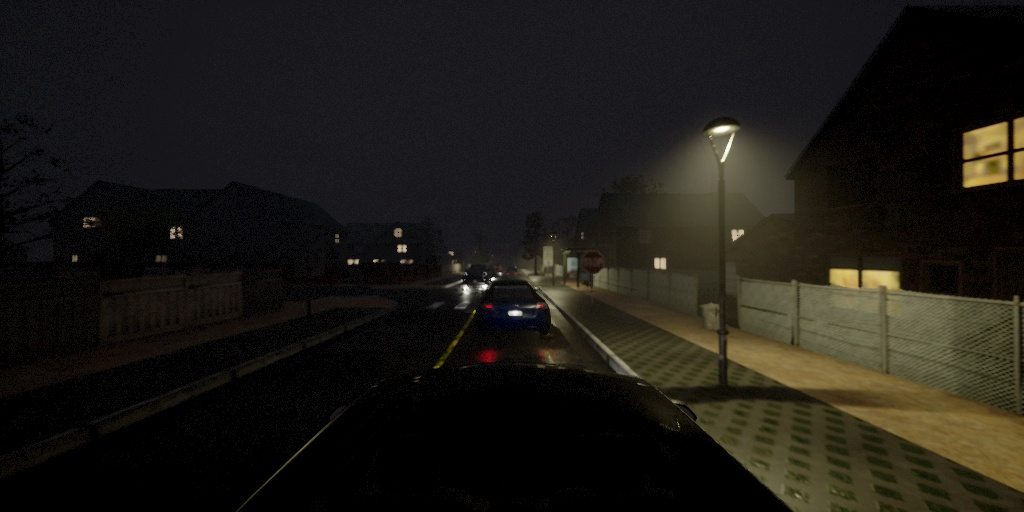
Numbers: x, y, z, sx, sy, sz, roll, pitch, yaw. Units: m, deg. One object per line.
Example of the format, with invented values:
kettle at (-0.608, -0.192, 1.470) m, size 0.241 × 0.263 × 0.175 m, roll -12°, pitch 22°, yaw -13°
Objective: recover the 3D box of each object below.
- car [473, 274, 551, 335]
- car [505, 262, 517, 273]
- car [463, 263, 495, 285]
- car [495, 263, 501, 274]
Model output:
car at (-0.092, 1.426, 10.974) m, size 1.994 × 1.385 × 4.181 m, roll 0°, pitch -1°, yaw -5°
car at (-0.073, 2.208, 62.256) m, size 1.812 × 1.442 × 4.674 m, roll 0°, pitch -1°, yaw 0°
car at (-2.926, 1.487, 30.994) m, size 2.097 × 1.767 × 4.553 m, roll 0°, pitch -1°, yaw 1°
car at (-2.897, 1.846, 44.679) m, size 2.128 × 1.511 × 4.902 m, roll 0°, pitch -1°, yaw 0°
